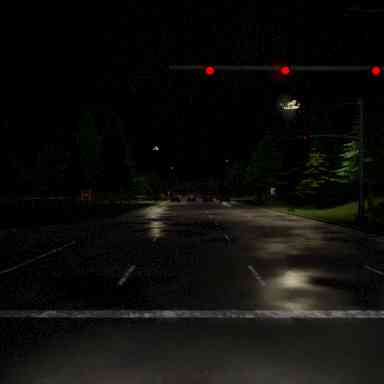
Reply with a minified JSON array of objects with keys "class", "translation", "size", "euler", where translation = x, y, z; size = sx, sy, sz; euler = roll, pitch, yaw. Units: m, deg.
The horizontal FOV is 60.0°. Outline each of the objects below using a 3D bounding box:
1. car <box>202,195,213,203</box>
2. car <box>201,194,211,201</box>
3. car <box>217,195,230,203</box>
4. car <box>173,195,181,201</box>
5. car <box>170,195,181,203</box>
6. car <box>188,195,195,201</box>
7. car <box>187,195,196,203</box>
[{"class":"car","translation":[3.420,1.545,70.779],"size":[1.994,1.385,4.181],"euler":[0,0,0]},{"class":"car","translation":[3.408,1.358,80.782],"size":[2.128,1.511,4.902],"euler":[0,0,0]},{"class":"car","translation":[6.919,1.545,70.783],"size":[1.994,1.385,4.181],"euler":[0,0,0]},{"class":"car","translation":[-3.592,1.357,80.774],"size":[1.812,1.442,4.674],"euler":[0,0,0]},{"class":"car","translation":[-3.580,1.517,70.771],"size":[1.812,1.442,4.674],"euler":[0,0,0]},{"class":"car","translation":[-0.092,1.357,80.778],"size":[1.812,1.442,4.674],"euler":[0,0,0]},{"class":"car","translation":[-0.080,1.531,70.358],"size":[2.033,1.411,5.357],"euler":[0,0,0]}]
